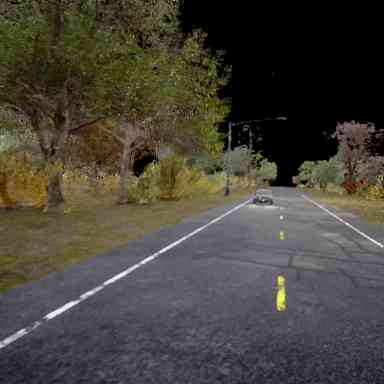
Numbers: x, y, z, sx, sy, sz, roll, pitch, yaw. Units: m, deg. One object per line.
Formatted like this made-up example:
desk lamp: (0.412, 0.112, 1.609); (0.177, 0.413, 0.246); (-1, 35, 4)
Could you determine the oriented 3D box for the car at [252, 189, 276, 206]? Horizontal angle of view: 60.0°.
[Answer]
car: (7.068, 0.444, 32.553); (1.837, 1.490, 4.892); (2, 2, 15)
